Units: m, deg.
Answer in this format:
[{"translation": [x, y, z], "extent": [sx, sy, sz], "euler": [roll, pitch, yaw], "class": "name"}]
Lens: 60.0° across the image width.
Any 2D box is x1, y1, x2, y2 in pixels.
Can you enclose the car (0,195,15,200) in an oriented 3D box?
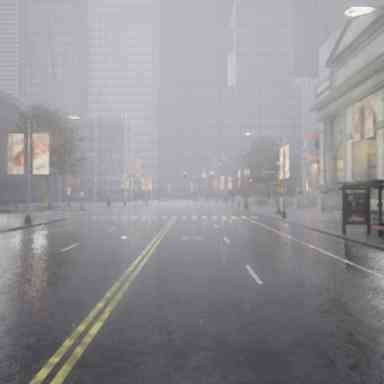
[{"translation": [-46.059, 2.080, 80.587], "extent": [4.674, 1.452, 2.002], "euler": [0, -1, 0], "class": "car"}]
